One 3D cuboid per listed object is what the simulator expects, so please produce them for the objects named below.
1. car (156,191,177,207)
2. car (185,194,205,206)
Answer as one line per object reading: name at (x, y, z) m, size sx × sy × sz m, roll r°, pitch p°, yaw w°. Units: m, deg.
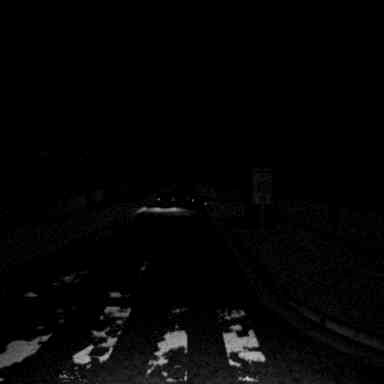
car at (-2.772, 0.721, 37.334) m, size 2.097 × 1.767 × 4.553 m, roll 0°, pitch 1°, yaw 0°
car at (0.384, 0.868, 40.026) m, size 1.994 × 1.385 × 4.181 m, roll 0°, pitch 1°, yaw 8°
